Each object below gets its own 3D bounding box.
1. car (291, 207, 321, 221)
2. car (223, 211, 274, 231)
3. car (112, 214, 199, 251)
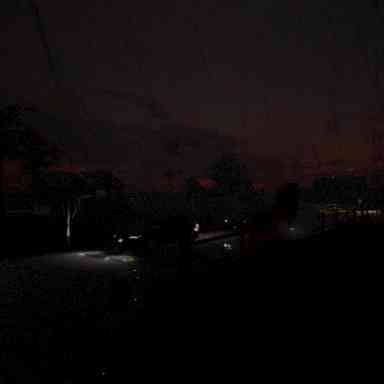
[{"bbox_3d":[11.949,2.271,34.941,1.895,1.301,4.718,-1,-1,36],"label":"car"},{"bbox_3d":[4.157,2.068,24.023,1.895,1.301,4.718,-1,-1,35],"label":"car"},{"bbox_3d":[-1.590,1.844,16.037,1.837,1.490,4.892,-1,-1,37],"label":"car"}]
